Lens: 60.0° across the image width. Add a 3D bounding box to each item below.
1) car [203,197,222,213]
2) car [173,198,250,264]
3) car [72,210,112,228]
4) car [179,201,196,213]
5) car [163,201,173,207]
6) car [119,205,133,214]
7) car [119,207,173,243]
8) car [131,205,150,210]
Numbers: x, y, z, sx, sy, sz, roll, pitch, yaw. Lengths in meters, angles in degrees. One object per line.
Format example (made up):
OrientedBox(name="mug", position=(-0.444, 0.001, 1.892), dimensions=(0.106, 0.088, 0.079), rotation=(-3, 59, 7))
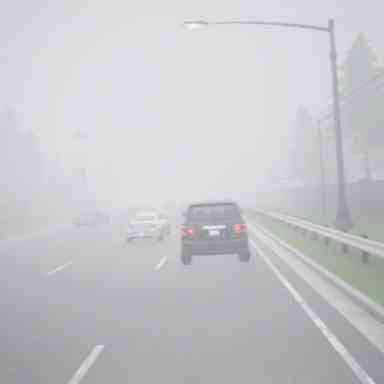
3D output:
OrientedBox(name="car", position=(2.590, 1.577, 41.513), dimensions=(2.097, 1.767, 4.553), rotation=(-3, -1, 3))
OrientedBox(name="car", position=(0.818, 1.287, 12.413), dimensions=(2.150, 2.045, 5.566), rotation=(-3, 0, 3))
OrientedBox(name="car", position=(-8.729, 2.335, 29.413), dimensions=(2.033, 1.411, 5.357), rotation=(-3, 0, 4))
OrientedBox(name="car", position=(-0.569, 2.064, 46.857), dimensions=(1.895, 1.301, 4.718), rotation=(-3, -1, 3))
OrientedBox(name="car", position=(-3.580, 2.194, 55.070), dimensions=(1.882, 1.535, 5.008), rotation=(-3, 0, 3))
OrientedBox(name="car", position=(-7.881, 2.408, 42.877), dimensions=(2.033, 1.411, 5.357), rotation=(-3, 0, 4))
OrientedBox(name="car", position=(-2.308, 1.830, 18.269), dimensions=(1.812, 1.442, 4.674), rotation=(-3, 0, 3))
OrientedBox(name="car", position=(-4.742, 2.209, 35.771), dimensions=(1.895, 1.301, 4.718), rotation=(-3, -1, 3))
